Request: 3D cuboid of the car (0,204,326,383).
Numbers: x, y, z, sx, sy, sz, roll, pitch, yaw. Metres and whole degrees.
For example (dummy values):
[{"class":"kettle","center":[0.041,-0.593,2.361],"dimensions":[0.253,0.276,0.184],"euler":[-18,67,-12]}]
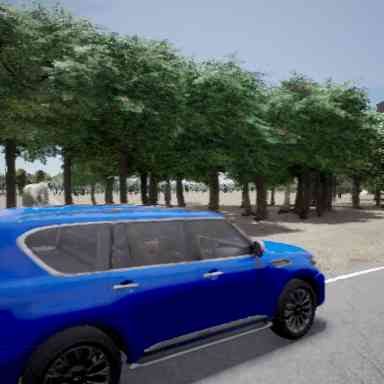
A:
[{"class":"car","center":[-0.413,1.206,4.871],"dimensions":[5.566,2.045,2.150],"euler":[0,0,-35]}]
